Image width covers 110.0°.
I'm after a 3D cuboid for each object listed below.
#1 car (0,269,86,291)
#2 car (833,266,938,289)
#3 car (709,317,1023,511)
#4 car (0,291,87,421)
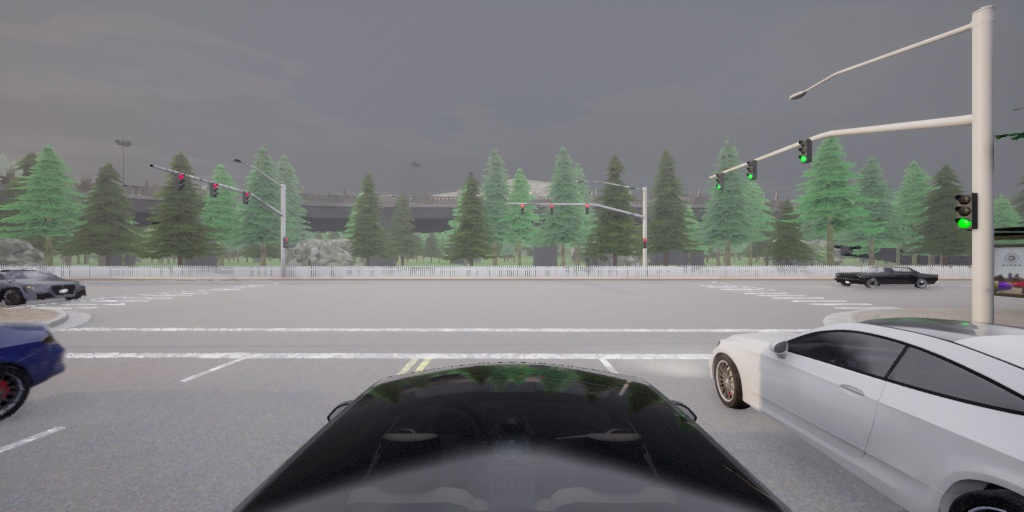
[{"bbox_3d":[-20.475,1.259,14.831,4.181,1.385,1.994,0,0,1],"label":"car"},{"bbox_3d":[22.865,1.295,22.071,4.718,1.301,1.895,0,0,0],"label":"car"},{"bbox_3d":[3.657,1.276,3.168,1.812,1.442,4.674,0,0,2],"label":"car"},{"bbox_3d":[-7.018,1.276,2.945,1.812,1.442,4.674,0,0,0],"label":"car"}]
